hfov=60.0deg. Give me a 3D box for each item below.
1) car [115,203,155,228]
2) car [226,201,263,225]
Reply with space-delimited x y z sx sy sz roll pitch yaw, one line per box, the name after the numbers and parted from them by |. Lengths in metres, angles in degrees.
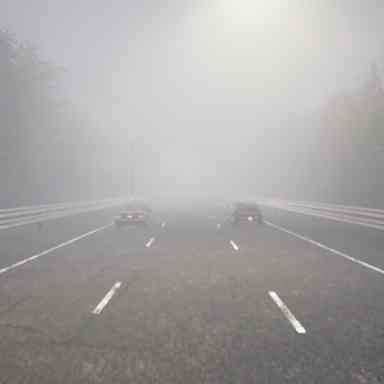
-3.485 1.412 20.935 2.033 1.411 5.357 0 0 0 | car
3.498 1.358 22.517 1.837 1.490 4.892 0 0 0 | car
